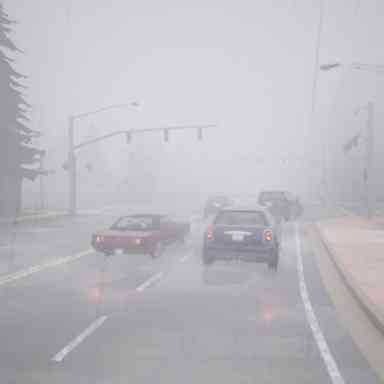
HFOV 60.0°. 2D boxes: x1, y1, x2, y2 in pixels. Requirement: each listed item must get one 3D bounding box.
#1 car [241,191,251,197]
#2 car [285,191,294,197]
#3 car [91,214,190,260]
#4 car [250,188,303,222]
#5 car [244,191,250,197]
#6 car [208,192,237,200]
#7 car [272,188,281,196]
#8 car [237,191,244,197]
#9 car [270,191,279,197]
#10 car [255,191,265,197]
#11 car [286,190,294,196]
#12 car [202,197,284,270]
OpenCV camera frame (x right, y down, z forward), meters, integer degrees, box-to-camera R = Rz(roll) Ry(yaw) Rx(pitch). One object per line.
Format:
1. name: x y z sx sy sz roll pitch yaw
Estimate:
1. car: 13.544 0.396 83.435 1.812 1.442 4.674 0 1 17
2. car: 23.674 0.464 80.652 1.994 1.385 4.181 0 1 17
3. car: -1.532 1.437 11.969 1.895 1.301 4.718 0 1 16
4. car: 6.280 0.902 23.700 2.150 2.045 5.566 0 1 30
5. car: 12.286 0.644 67.577 1.994 1.385 4.181 0 1 17
6. car: 2.174 0.999 26.019 2.097 1.767 4.553 0 1 10
7. car: 22.921 0.011 90.033 2.150 2.045 5.566 0 1 17
8. car: 8.916 0.672 68.520 1.895 1.301 4.718 0 1 17
9. car: 20.036 0.433 80.737 1.812 1.442 4.674 0 1 17
10. car: 16.895 0.438 82.424 1.994 1.385 4.181 0 1 17
11. car: 26.255 0.278 88.970 1.882 1.535 5.008 0 1 17
12. car: 1.805 1.203 10.881 2.097 1.767 4.553 0 1 16
